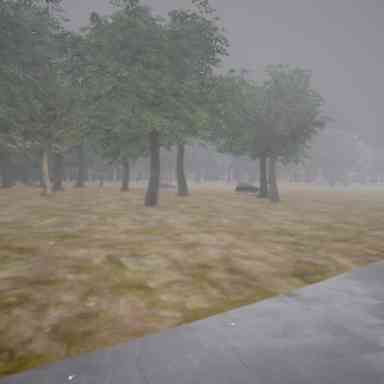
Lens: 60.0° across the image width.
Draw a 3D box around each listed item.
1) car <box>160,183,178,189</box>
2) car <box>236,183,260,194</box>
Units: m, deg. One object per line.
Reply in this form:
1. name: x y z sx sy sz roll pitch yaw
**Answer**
1. car: -5.318 -1.444 76.957 5.357 1.411 2.033 3 1 37
2. car: 11.274 -0.775 65.108 5.566 2.045 2.150 3 1 35
